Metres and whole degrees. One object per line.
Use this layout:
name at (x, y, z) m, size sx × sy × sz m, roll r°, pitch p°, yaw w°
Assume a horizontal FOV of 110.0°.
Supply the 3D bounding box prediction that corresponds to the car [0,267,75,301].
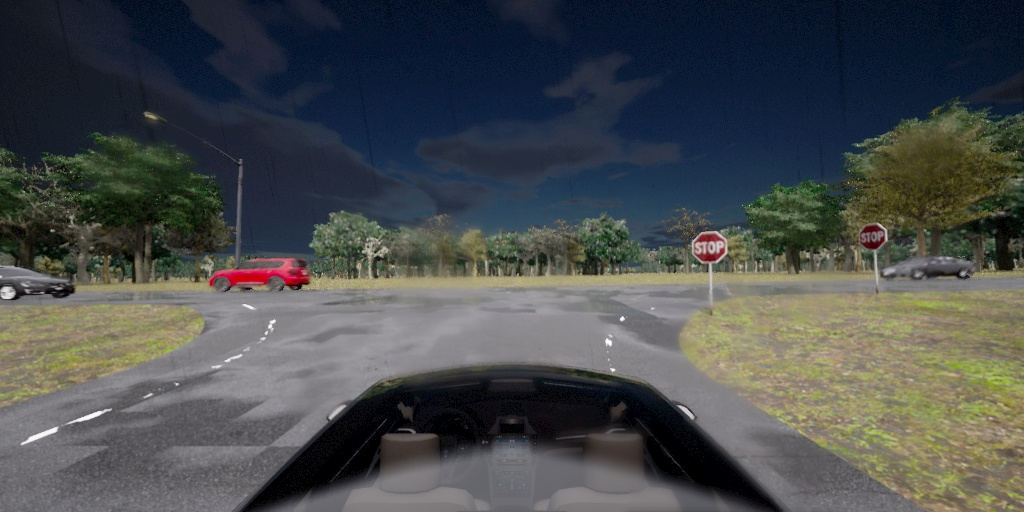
car at (-22.185, 1.187, 15.669) m, size 4.892 × 1.490 × 1.837 m, roll -1°, pitch -3°, yaw 1°

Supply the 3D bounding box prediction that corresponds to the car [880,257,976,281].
car at (26.574, 0.827, 23.039) m, size 4.902 × 1.511 × 2.128 m, roll -1°, pitch -3°, yaw -1°

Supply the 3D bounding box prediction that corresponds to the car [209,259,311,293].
car at (-15.700, 1.233, 22.600) m, size 5.566 × 2.045 × 2.150 m, roll -1°, pitch -3°, yaw 1°
